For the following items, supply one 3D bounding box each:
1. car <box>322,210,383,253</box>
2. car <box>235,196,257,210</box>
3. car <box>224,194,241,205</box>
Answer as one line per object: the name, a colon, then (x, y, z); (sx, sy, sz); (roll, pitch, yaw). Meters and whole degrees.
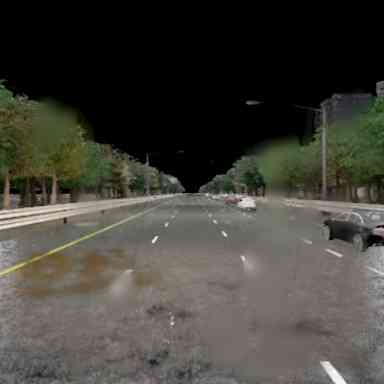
car: (6.998, 1.495, 13.624); (2.128, 1.511, 4.902); (0, 0, 0)
car: (6.993, 1.548, 42.589); (1.812, 1.442, 4.674); (0, 0, 0)
car: (7.011, 1.388, 60.055); (2.097, 1.767, 4.553); (0, 0, 0)
